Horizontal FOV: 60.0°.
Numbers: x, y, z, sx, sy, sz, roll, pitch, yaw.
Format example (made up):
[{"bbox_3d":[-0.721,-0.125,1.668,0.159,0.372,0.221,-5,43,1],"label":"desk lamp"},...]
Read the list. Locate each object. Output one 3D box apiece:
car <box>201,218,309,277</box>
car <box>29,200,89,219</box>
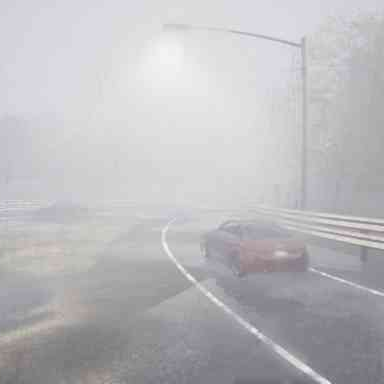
[{"bbox_3d":[1.677,1.494,10.144,1.994,1.385,4.181,0,0,-15],"label":"car"},{"bbox_3d":[-11.076,1.390,27.931,4.674,1.442,1.812,0,0,-36],"label":"car"}]
